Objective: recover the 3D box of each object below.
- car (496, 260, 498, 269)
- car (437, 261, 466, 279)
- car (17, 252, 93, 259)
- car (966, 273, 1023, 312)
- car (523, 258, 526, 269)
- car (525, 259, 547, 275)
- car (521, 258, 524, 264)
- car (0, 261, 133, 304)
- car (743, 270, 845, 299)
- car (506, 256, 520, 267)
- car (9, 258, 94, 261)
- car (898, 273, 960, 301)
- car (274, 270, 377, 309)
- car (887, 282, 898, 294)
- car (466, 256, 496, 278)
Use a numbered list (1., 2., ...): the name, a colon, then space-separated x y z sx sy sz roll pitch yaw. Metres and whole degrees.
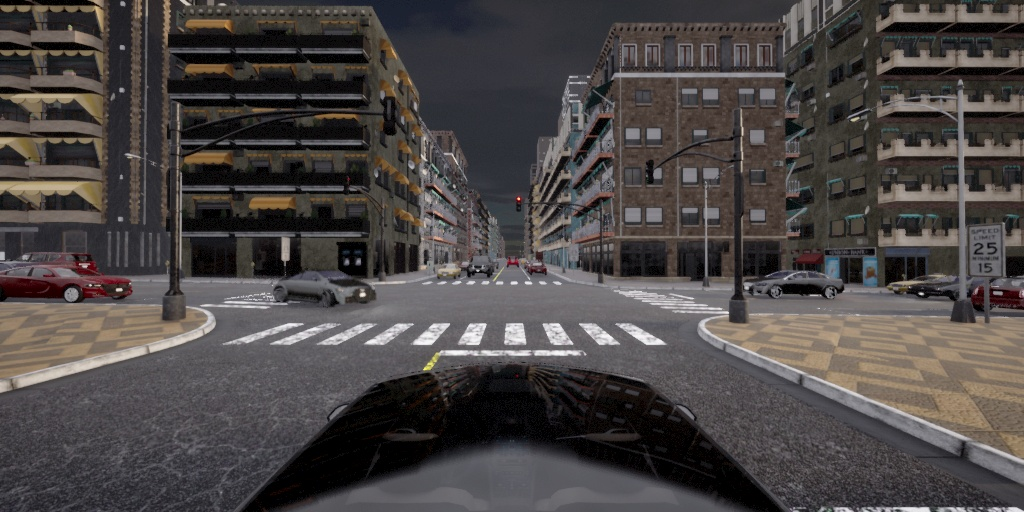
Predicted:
1. car: -3.057 1.265 45.241 1.837 1.490 4.892 0 0 0
2. car: -5.660 1.282 32.626 1.751 1.417 4.829 0 0 0
3. car: -28.627 0.686 21.969 5.009 1.841 2.192 0 0 0
4. car: 20.846 1.500 13.950 4.097 1.591 1.967 0 0 0
5. car: 2.731 1.200 43.821 1.967 1.591 4.097 0 0 0
6. car: 2.726 1.303 38.297 1.888 1.381 4.507 0 0 0
7. car: 2.741 1.346 54.868 1.802 1.307 4.207 0 0 0
8. car: -17.251 1.011 13.664 4.507 1.381 1.888 0 0 0
9. car: 15.323 1.522 19.678 4.902 1.511 2.128 1 -1 -1
10. car: 0.159 0.989 64.530 2.150 2.045 5.566 0 0 0
11. car: -22.394 0.959 16.226 5.357 1.411 2.033 1 -1 0
12. car: 25.182 1.732 19.739 5.357 1.411 2.033 1 -1 0
13. car: -7.635 1.273 14.715 4.181 1.385 1.994 2 -1 22
14. car: 26.266 1.755 22.300 4.829 1.417 1.751 0 0 0
15. car: -3.068 0.979 35.202 2.150 2.045 5.566 0 0 0
